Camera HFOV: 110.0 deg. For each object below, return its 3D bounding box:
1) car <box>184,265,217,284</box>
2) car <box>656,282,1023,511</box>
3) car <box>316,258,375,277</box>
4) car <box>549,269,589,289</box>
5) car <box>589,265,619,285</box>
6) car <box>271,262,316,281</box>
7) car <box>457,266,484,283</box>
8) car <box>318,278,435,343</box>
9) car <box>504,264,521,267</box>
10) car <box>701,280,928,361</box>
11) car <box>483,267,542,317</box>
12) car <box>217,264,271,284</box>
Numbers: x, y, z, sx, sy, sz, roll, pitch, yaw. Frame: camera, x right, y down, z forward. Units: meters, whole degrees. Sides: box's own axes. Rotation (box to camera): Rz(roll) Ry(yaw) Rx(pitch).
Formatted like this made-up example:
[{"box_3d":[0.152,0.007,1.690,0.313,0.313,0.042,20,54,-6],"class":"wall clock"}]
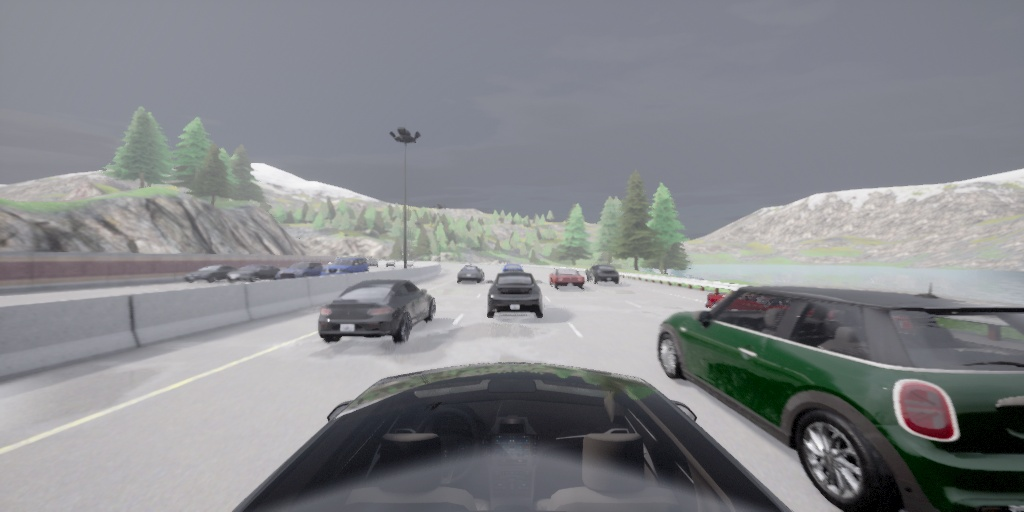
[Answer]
[{"box_3d":[-24.676,1.462,29.914,1.812,1.442,4.674,0,0,-1],"class":"car"},{"box_3d":[3.579,1.120,4.477,2.097,1.767,4.553,0,0,0],"class":"car"},{"box_3d":[-14.182,1.164,30.937,2.150,2.045,5.566,0,0,-1],"class":"car"},{"box_3d":[3.589,1.500,24.290,1.895,1.301,4.718,0,0,0],"class":"car"},{"box_3d":[7.067,1.434,28.581,1.837,1.490,4.892,0,0,-1],"class":"car"},{"box_3d":[-17.698,1.292,30.401,2.097,1.767,4.553,0,0,-1],"class":"car"},{"box_3d":[-3.455,1.504,30.478,1.994,1.385,4.181,0,0,-1],"class":"car"},{"box_3d":[-3.405,1.328,9.725,1.812,1.442,4.674,0,0,0],"class":"car"},{"box_3d":[0.018,1.427,31.877,1.882,1.535,5.008,0,0,-1],"class":"car"},{"box_3d":[7.092,1.401,9.290,1.895,1.301,4.718,0,0,0],"class":"car"},{"box_3d":[0.095,1.335,13.583,1.837,1.490,4.892,0,0,0],"class":"car"},{"box_3d":[-21.182,1.428,29.714,2.128,1.511,4.902,0,-1,-1],"class":"car"}]
